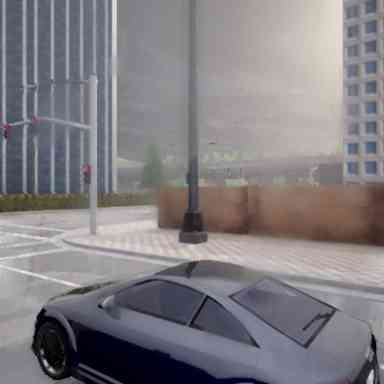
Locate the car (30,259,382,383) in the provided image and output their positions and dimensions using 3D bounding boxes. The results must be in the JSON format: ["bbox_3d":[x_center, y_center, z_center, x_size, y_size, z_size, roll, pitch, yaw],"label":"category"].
[{"bbox_3d":[-0.093,1.566,4.048,4.181,1.385,1.994,0,0,36],"label":"car"}]
